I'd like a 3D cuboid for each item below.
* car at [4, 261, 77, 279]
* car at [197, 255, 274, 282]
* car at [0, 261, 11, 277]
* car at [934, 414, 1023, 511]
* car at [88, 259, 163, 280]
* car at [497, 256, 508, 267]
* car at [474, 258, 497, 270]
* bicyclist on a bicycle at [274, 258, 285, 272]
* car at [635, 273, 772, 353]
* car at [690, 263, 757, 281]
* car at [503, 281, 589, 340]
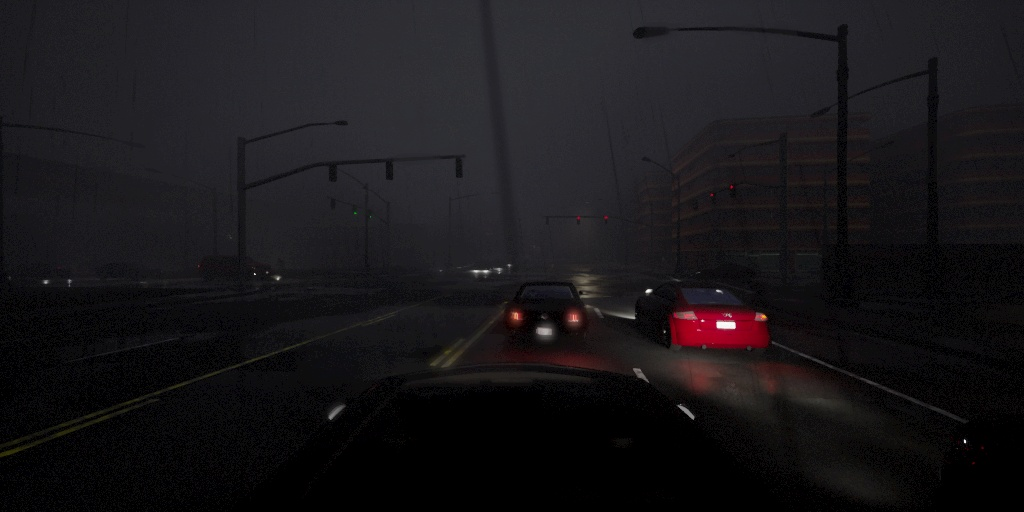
[{"bbox_3d":[-41.781,1.351,31.718,4.718,1.301,1.895,0,0,12],"label":"car"},{"bbox_3d":[-22.449,0.971,29.178,5.566,2.045,2.150,0,0,7],"label":"car"},{"bbox_3d":[-51.086,1.276,35.417,4.674,1.442,1.812,0,0,35],"label":"car"},{"bbox_3d":[3.640,1.242,0.248,2.128,1.511,4.902,0,0,1],"label":"car"},{"bbox_3d":[-32.377,1.228,30.372,5.008,1.535,1.882,0,0,7],"label":"car"},{"bbox_3d":[-2.398,1.064,58.619,1.895,1.301,4.718,0,1,8],"label":"car"},{"bbox_3d":[-3.767,1.176,48.768,1.994,1.385,4.181,0,1,8],"label":"car"},{"bbox_3d":[-26.326,1.053,40.697,0.582,1.620,1.656,0,0,7],"label":"bicyclist on a bicycle"},{"bbox_3d":[4.421,1.314,8.959,1.994,1.385,4.181,0,0,7],"label":"car"},{"bbox_3d":[16.622,1.275,28.313,4.674,1.442,1.812,0,0,7],"label":"car"},{"bbox_3d":[1.019,1.351,9.967,1.895,1.301,4.718,0,0,8],"label":"car"}]
